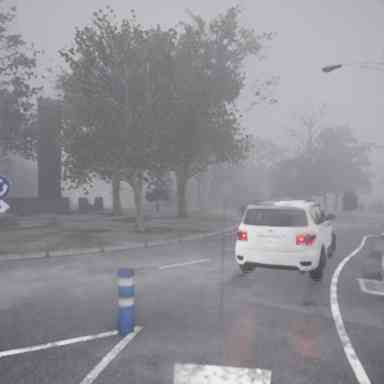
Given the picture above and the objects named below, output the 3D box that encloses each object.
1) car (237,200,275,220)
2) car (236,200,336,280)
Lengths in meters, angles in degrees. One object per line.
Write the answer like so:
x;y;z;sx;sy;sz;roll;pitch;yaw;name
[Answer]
5.574;1.532;29.677;1.882;1.535;5.008;1;0;-8;car
3.133;1.264;10.450;2.150;2.045;5.566;0;0;27;car
